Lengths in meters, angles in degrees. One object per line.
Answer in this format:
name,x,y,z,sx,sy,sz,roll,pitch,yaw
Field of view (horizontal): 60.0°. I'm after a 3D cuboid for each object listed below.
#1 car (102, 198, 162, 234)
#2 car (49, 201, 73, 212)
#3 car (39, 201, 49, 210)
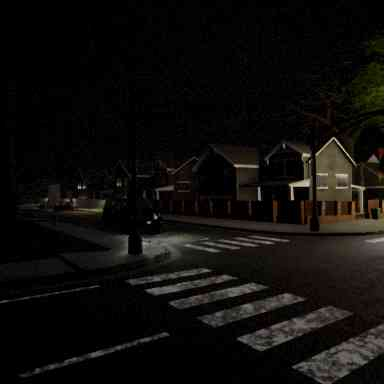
car,-4.042,1.437,21.538,2.150,2.045,5.566,-1,0,-34
car,-18.235,1.985,47.025,2.128,1.511,4.902,-1,0,-34
car,-24.210,2.187,55.555,1.994,1.385,4.181,-1,0,-35
